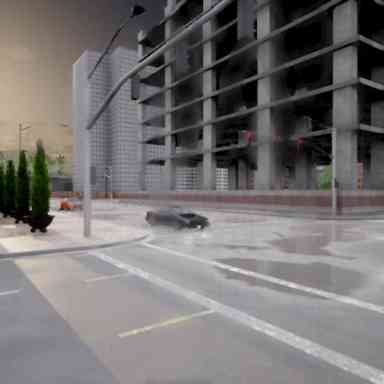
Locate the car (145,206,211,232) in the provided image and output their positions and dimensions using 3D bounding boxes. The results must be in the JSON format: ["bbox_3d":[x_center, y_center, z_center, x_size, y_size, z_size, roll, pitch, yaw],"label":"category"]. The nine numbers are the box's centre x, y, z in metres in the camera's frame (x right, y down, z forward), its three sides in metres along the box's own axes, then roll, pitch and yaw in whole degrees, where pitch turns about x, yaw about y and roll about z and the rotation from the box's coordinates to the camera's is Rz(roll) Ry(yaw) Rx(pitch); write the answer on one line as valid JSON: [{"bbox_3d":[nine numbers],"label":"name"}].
[{"bbox_3d":[-1.099,1.607,21.105,2.033,1.411,5.357,0,0,-35],"label":"car"}]

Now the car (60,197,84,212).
[{"bbox_3d":[-14.347,1.412,40.099,2.097,1.767,4.553,0,0,-35],"label":"car"}]
